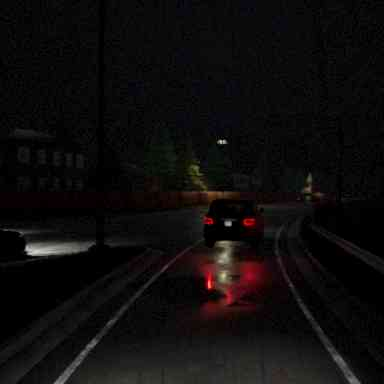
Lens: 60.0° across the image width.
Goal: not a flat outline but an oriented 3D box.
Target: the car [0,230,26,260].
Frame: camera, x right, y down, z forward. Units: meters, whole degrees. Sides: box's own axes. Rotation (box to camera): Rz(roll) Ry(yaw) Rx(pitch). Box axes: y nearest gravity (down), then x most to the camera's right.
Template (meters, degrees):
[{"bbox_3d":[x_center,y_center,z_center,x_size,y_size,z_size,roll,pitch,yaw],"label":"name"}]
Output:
[{"bbox_3d":[-7.683,1.588,10.724,1.994,1.385,4.181,0,0,33],"label":"car"}]

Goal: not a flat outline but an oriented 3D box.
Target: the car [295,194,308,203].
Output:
[{"bbox_3d":[27.818,2.028,85.557,2.128,1.511,4.902,0,0,33],"label":"car"}]

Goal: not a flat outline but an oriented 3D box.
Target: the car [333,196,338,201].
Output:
[{"bbox_3d":[33.917,1.864,82.100,2.097,1.767,4.553,0,0,33],"label":"car"}]

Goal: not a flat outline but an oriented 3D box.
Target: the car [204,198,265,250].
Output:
[{"bbox_3d":[2.027,1.301,15.147,2.150,2.045,5.566,0,0,15],"label":"car"}]

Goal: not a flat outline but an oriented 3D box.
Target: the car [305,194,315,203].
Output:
[{"bbox_3d":[30.763,2.030,83.665,2.128,1.511,4.902,0,0,33],"label":"car"}]

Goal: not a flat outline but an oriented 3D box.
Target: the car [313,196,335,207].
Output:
[{"bbox_3d":[23.545,1.929,59.278,1.994,1.385,4.181,0,0,33],"label":"car"}]
